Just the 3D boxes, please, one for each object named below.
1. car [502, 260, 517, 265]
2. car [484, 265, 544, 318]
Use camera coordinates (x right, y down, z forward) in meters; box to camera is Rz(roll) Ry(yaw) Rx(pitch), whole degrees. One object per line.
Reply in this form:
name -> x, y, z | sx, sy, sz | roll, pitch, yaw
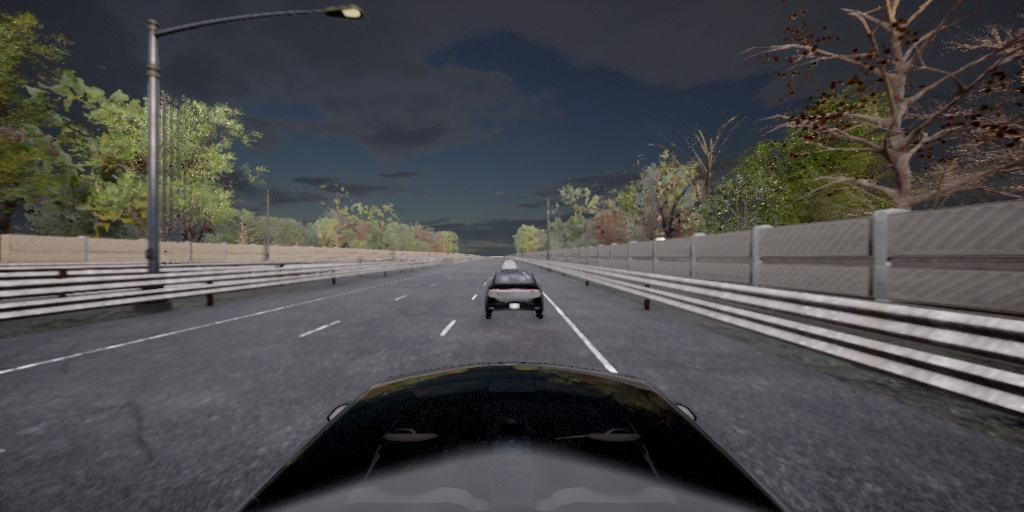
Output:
car -> -0.320, 1.235, 44.804 | 1.812, 1.442, 4.674 | 0, 0, -1
car -> 0.063, 1.231, 12.788 | 2.128, 1.511, 4.902 | 0, 0, 0
